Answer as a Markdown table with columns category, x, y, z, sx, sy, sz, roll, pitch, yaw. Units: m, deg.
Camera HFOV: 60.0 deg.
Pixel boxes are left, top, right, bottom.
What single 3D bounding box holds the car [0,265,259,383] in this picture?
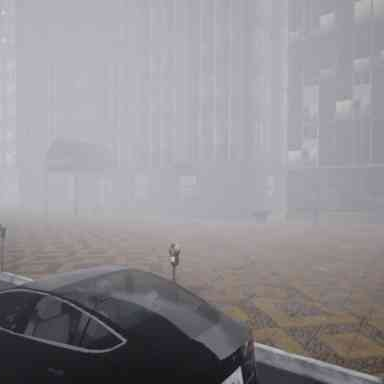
| category | x | y | z | sx | sy | sz | roll | pitch | yaw |
| --- | --- | --- | --- | --- | --- | --- | --- | --- | --- |
| car | -1.374 | 1.565 | 3.835 | 4.313 | 1.339 | 1.947 | 0 | 1 | 35 |
